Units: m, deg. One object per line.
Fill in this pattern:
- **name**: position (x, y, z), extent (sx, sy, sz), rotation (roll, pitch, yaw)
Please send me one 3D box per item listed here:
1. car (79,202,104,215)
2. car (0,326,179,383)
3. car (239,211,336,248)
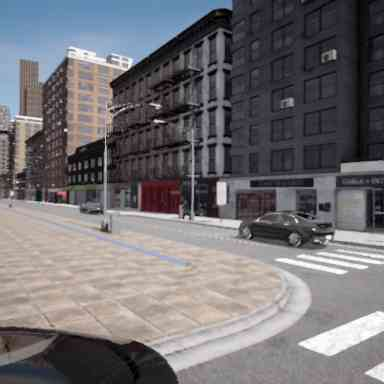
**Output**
- **car**: position (-11.418, 1.800, 38.024), extent (1.994, 1.385, 4.181), rotation (1, -1, -35)
- **car**: position (-1.977, 1.556, 1.403), extent (4.313, 1.339, 1.947), rotation (1, -1, -35)
- **car**: position (4.327, 1.664, 15.911), extent (1.837, 1.490, 4.892), rotation (1, -1, -35)
